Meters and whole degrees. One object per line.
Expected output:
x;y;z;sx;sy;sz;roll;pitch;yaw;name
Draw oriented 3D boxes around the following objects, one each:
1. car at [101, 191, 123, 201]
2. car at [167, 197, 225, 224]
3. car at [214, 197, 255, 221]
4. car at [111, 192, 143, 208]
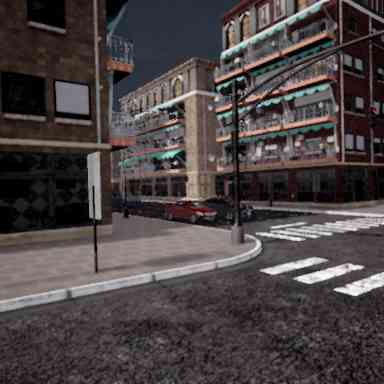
-13.030;0.618;53.953;1.947;1.339;4.313;-2;1;-35;car
-0.095;1.196;21.277;1.802;1.307;4.206;-1;1;-35;car
2.190;1.070;22.690;1.812;1.442;4.674;-2;2;-35;car
-7.254;0.930;35.983;2.033;1.411;5.357;-2;2;-35;car
